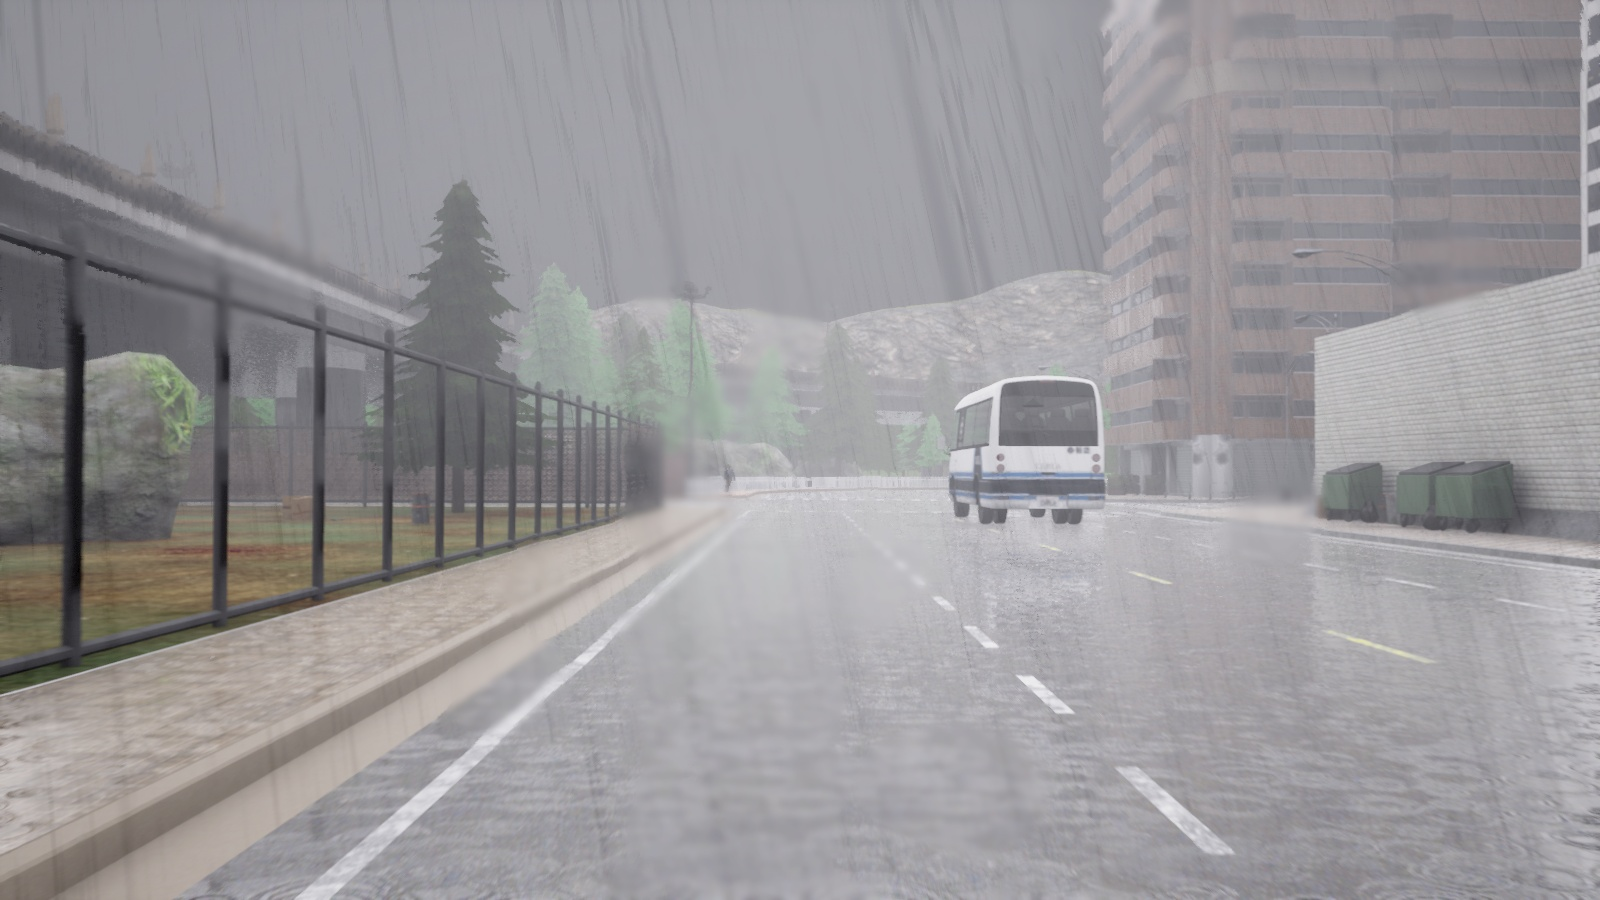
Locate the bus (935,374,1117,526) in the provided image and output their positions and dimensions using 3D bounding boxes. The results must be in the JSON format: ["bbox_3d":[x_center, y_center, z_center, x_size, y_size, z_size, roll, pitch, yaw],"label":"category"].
[{"bbox_3d":[6.895,0.087,40.387,3.944,4.253,10.273,0,-1,0],"label":"bus"}]

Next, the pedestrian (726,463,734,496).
[{"bbox_3d":[-4.098,1.712,73.274,0.423,1.949,0.788,0,-1,-1],"label":"pedestrian"}]
